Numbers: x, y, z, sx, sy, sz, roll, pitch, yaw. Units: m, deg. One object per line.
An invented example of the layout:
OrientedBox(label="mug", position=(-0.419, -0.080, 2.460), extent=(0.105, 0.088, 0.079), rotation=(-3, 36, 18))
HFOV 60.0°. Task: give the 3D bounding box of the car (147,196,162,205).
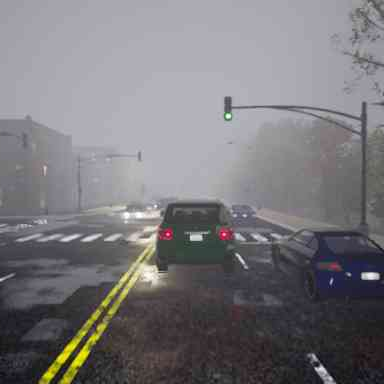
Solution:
OrientedBox(label="car", position=(-6.610, 1.506, 59.731), extent=(2.128, 1.511, 4.902), rotation=(0, 0, 0))

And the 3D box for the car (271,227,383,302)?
OrientedBox(label="car", position=(3.352, 1.565, 8.291), extent=(1.994, 1.385, 4.181), rotation=(0, 0, -1))

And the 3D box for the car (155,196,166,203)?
OrientedBox(label="car", position=(-6.639, 1.517, 69.822), extent=(1.837, 1.490, 4.892), rotation=(0, 0, 0))

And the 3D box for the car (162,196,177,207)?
OrientedBox(label="car", position=(-3.398, 1.489, 51.467), extent=(1.882, 1.535, 5.008), rotation=(0, 0, 0))

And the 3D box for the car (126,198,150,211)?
OrientedBox(label="car", position=(-6.634, 1.609, 40.162), extent=(1.895, 1.301, 4.718), rotation=(0, 0, 0))

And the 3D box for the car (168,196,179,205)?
OrientedBox(label="car", position=(-3.363, 1.540, 61.533), extent=(1.812, 1.442, 4.674), rotation=(0, 0, 0))

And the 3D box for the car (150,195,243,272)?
OrientedBox(label="car", position=(0.102, 1.223, 10.883), extent=(2.150, 2.045, 5.566), rotation=(0, 0, 0))

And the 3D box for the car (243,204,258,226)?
OrientedBox(label="car", position=(3.346, 1.551, 23.656), extent=(2.033, 1.411, 5.357), rotation=(0, 0, 0))

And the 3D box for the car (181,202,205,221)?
OrientedBox(label="car", position=(0.092, 1.606, 28.402), extent=(1.895, 1.301, 4.718), rotation=(0, 0, 0))
